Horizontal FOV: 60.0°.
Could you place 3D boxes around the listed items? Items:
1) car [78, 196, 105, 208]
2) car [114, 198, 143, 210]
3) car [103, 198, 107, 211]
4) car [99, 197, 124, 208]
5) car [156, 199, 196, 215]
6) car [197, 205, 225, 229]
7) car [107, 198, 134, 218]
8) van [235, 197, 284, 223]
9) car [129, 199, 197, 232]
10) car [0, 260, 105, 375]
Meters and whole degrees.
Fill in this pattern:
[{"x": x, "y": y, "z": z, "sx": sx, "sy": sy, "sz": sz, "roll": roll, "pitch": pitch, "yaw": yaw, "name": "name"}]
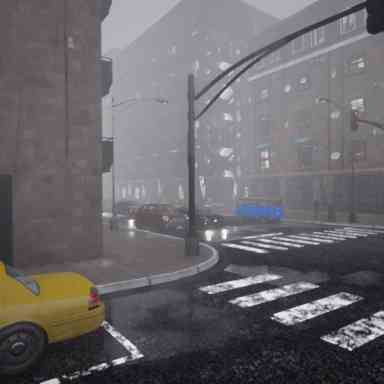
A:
[{"x": -14.271, "y": 1.426, "z": 46.997, "sx": 2.128, "sy": 1.511, "sz": 4.902, "roll": -1, "pitch": 0, "yaw": -36, "name": "car"}, {"x": -8.308, "y": 1.459, "z": 43.265, "sx": 1.887, "sy": 1.381, "sz": 4.507, "roll": -1, "pitch": 0, "yaw": -36, "name": "car"}, {"x": -11.544, "y": 1.450, "z": 37.874, "sx": 2.128, "sy": 1.511, "sz": 4.902, "roll": -1, "pitch": 0, "yaw": -36, "name": "car"}, {"x": -11.626, "y": 1.459, "z": 47.852, "sx": 1.887, "sy": 1.381, "sz": 4.507, "roll": -1, "pitch": 0, "yaw": -36, "name": "car"}, {"x": -1.771, "y": 1.445, "z": 34.230, "sx": 1.752, "sy": 1.417, "sz": 4.829, "roll": 0, "pitch": 0, "yaw": -36, "name": "car"}, {"x": 0.231, "y": 1.543, "z": 21.584, "sx": 1.994, "sy": 1.385, "sz": 4.181, "roll": -1, "pitch": 0, "yaw": -36, "name": "car"}, {"x": -5.605, "y": 1.491, "z": 29.650, "sx": 1.812, "sy": 1.442, "sz": 4.674, "roll": -1, "pitch": 0, "yaw": -36, "name": "car"}, {"x": 4.966, "y": 1.276, "z": 24.917, "sx": 1.690, "sy": 1.788, "sz": 3.998, "roll": 0, "pitch": 0, "yaw": -36, "name": "van"}, {"x": -1.834, "y": 1.438, "z": 20.021, "sx": 1.967, "sy": 1.590, "sz": 4.097, "roll": 0, "pitch": 0, "yaw": -36, "name": "car"}, {"x": -3.566, "y": 1.526, "z": 4.024, "sx": 4.829, "sy": 1.417, "sz": 1.752, "roll": 0, "pitch": 0, "yaw": -35, "name": "car"}]
